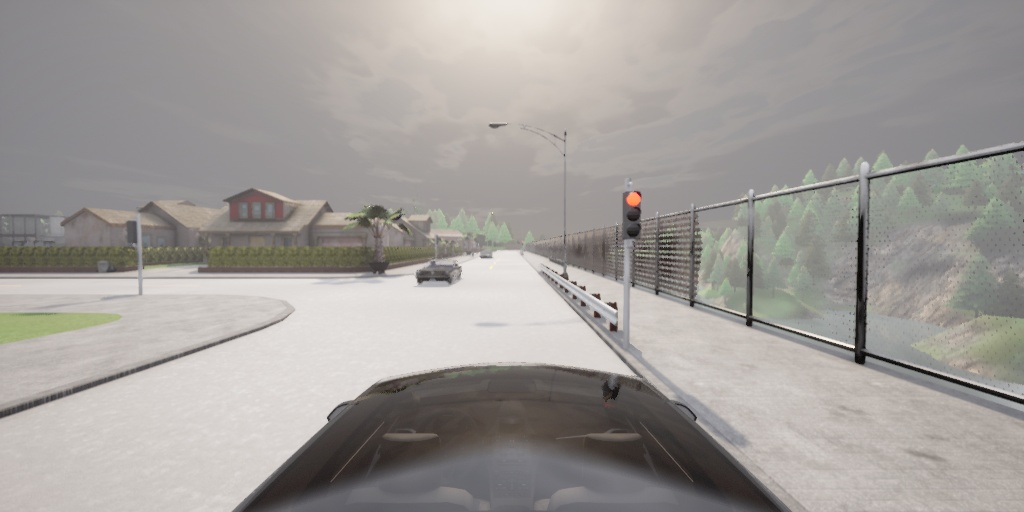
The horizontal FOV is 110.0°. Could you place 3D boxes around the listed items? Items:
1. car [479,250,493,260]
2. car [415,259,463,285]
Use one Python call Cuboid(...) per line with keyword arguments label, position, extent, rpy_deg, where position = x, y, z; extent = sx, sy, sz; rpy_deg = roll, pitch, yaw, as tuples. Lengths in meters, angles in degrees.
Cuboid(label="car", position=(-4.012, -0.165, 56.417), extent=(1.837, 1.490, 4.892), rpy_deg=(0, 3, 0))
Cuboid(label="car", position=(-4.004, 0.862, 20.318), extent=(1.895, 1.301, 4.718), rpy_deg=(0, 2, 0))
